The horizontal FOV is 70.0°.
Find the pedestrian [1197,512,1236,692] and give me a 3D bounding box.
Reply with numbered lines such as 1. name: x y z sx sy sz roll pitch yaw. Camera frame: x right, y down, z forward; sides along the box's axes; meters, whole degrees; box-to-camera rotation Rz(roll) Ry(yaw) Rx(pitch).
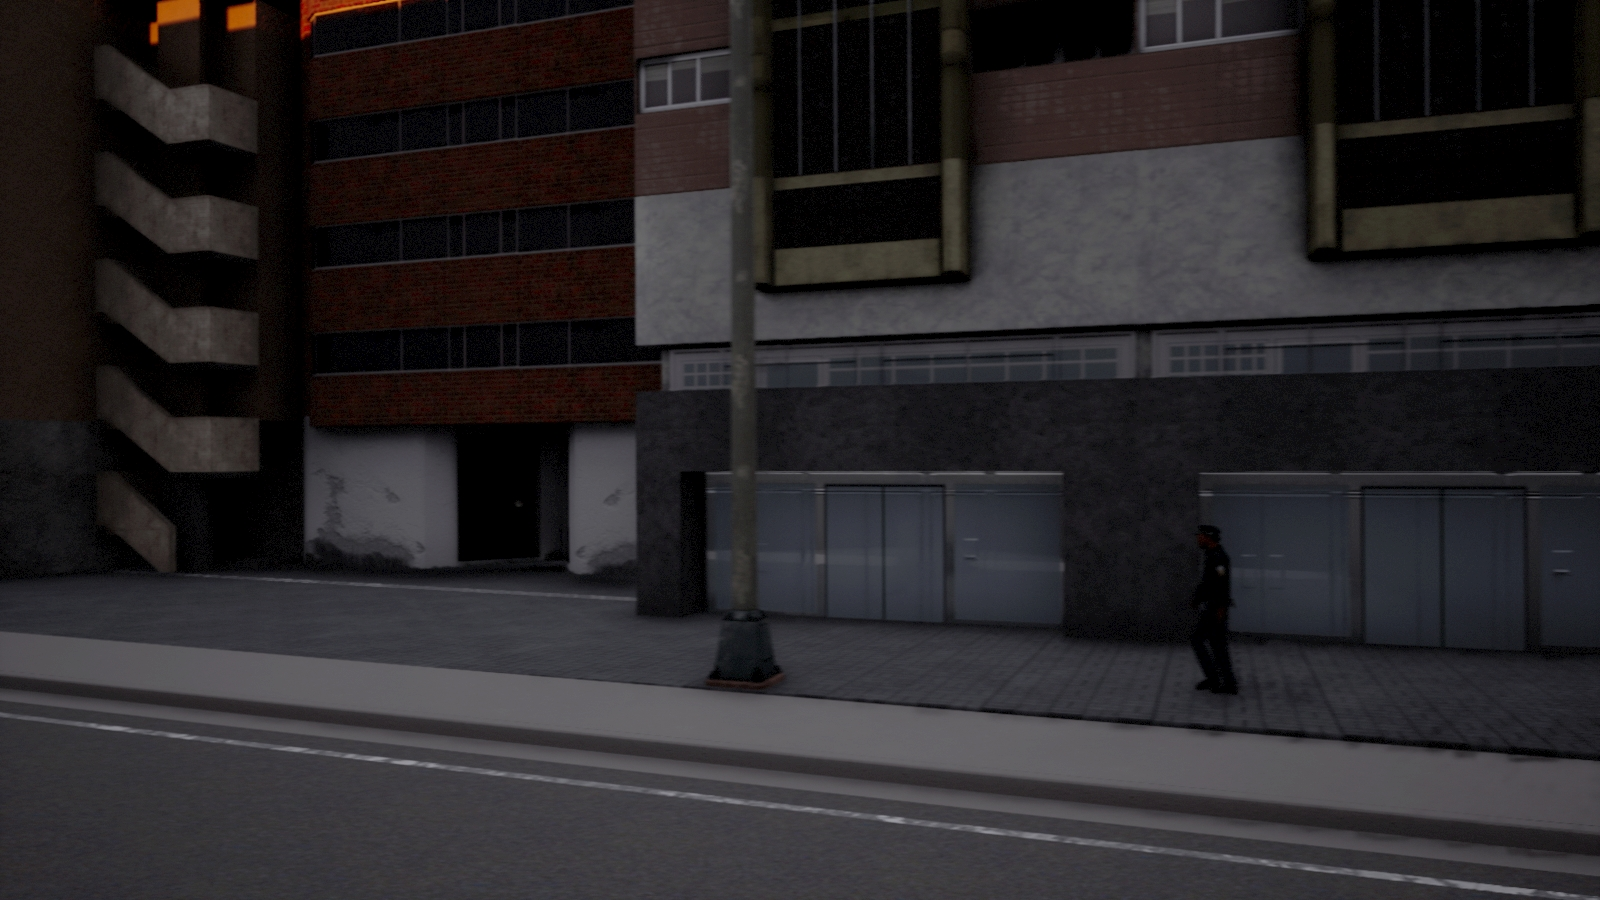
1. pedestrian: 4.448 1.610 12.213 0.375 1.860 0.375 0 0 20
